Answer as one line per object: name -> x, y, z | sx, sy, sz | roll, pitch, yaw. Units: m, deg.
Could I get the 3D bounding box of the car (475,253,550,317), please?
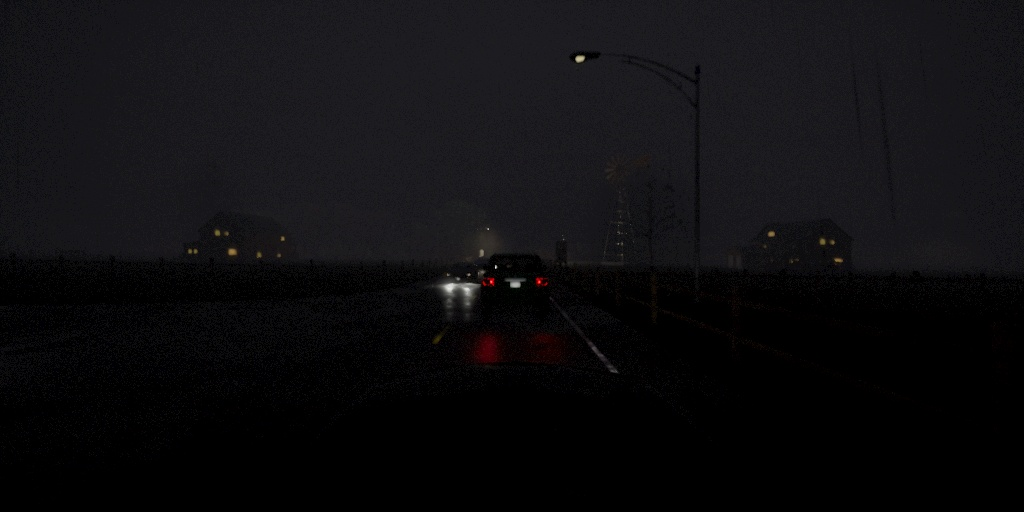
car -> 0.101, 0.909, 13.046 | 2.150, 2.045, 5.566 | 0, 0, 0

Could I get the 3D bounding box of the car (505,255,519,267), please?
car -> 0.005, 0.789, 57.770 | 2.097, 1.767, 4.553 | 0, 0, 0

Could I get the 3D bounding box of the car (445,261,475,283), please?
car -> -3.600, 1.159, 26.706 | 2.033, 1.411, 5.357 | 0, 0, 0

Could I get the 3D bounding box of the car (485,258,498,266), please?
car -> -3.495, 1.077, 62.362 | 1.895, 1.301, 4.718 | 0, 0, 0

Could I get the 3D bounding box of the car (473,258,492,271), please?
car -> -3.578, 0.989, 44.532 | 1.882, 1.535, 5.008 | 0, 0, 0
